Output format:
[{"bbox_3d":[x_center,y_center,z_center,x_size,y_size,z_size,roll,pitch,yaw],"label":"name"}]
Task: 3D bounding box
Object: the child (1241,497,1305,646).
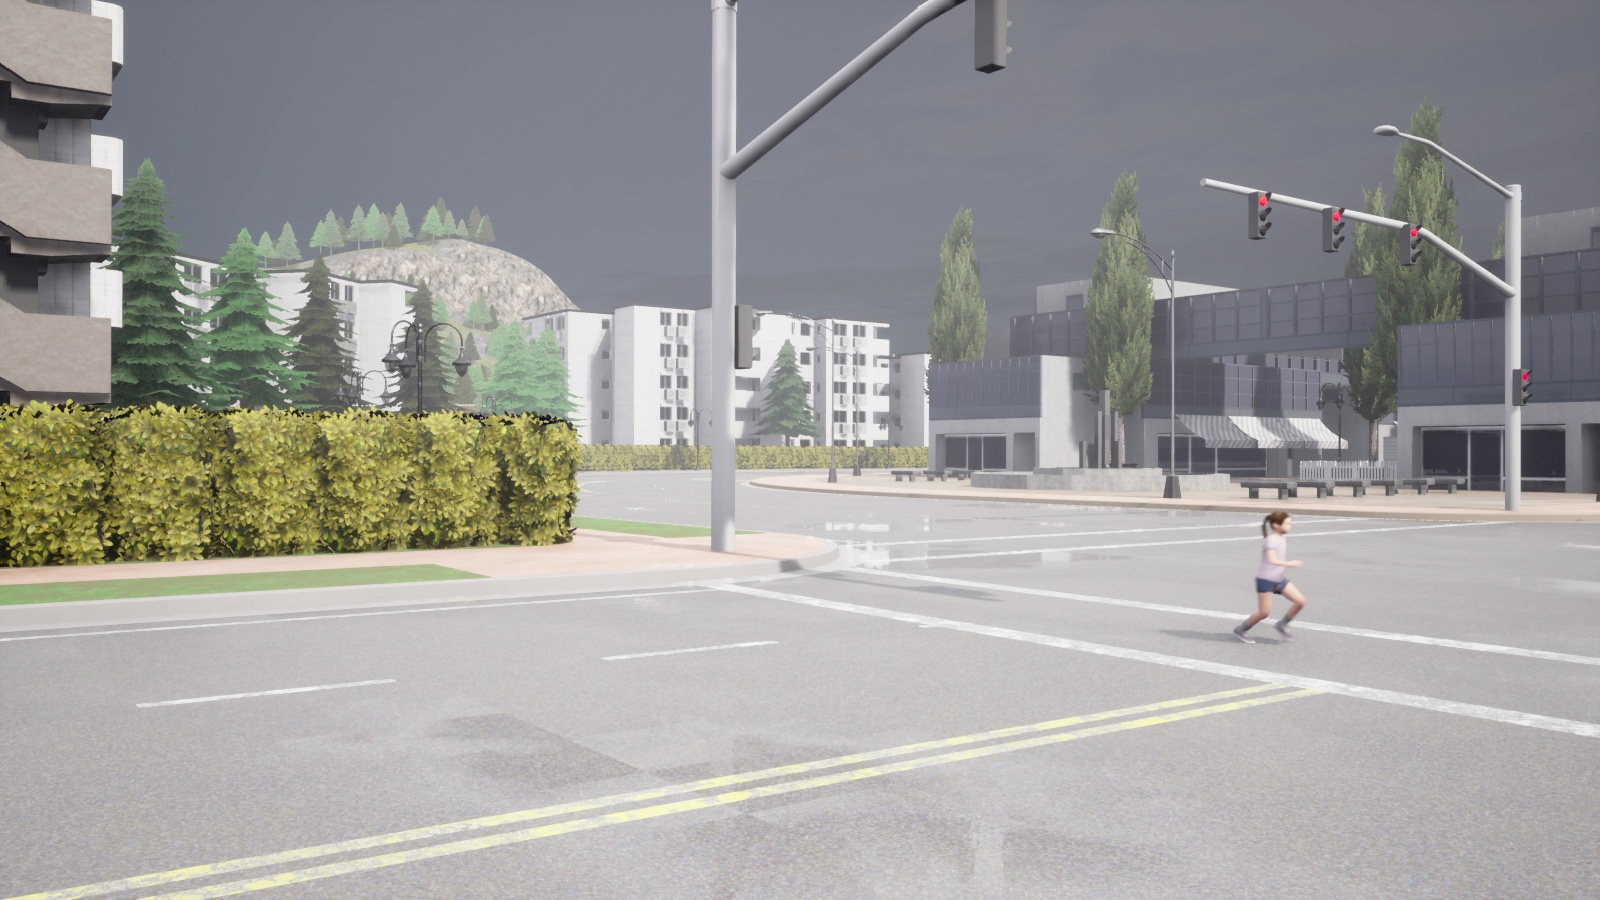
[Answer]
[{"bbox_3d":[3.673,0.929,9.757,0.255,1.110,0.394,0,0,-42],"label":"child"}]
